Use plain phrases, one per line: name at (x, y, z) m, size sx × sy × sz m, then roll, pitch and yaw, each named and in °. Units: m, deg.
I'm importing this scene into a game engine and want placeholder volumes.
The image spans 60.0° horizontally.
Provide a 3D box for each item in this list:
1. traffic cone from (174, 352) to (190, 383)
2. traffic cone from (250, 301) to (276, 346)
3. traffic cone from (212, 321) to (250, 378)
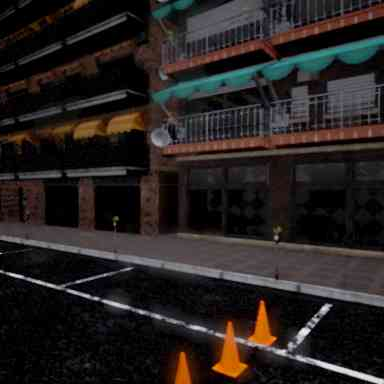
traffic cone at (-0.101, 1.954, 3.434) m, size 0.340 × 0.580 × 0.340 m, roll 0°, pitch 0°, yaw 36°
traffic cone at (1.063, 1.954, 5.060) m, size 0.340 × 0.580 × 0.340 m, roll 0°, pitch 0°, yaw 36°
traffic cone at (0.481, 1.954, 4.247) m, size 0.340 × 0.580 × 0.340 m, roll 0°, pitch 0°, yaw 36°
